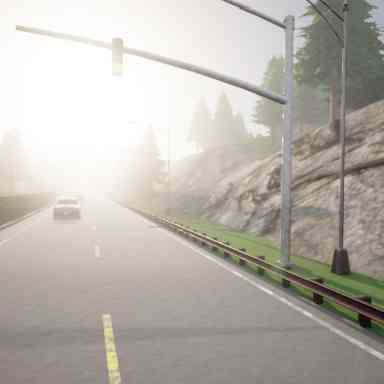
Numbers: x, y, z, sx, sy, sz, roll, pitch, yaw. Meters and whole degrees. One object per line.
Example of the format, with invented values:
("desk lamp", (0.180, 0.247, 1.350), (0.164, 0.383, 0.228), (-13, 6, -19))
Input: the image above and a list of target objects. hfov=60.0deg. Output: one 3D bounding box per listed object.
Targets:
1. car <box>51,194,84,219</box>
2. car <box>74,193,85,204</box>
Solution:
("car", (-9.324, 1.192, 25.038), (1.837, 1.490, 4.892), (1, 1, -17))
("car", (-16.546, 0.849, 48.169), (1.994, 1.385, 4.181), (1, 0, -17))
